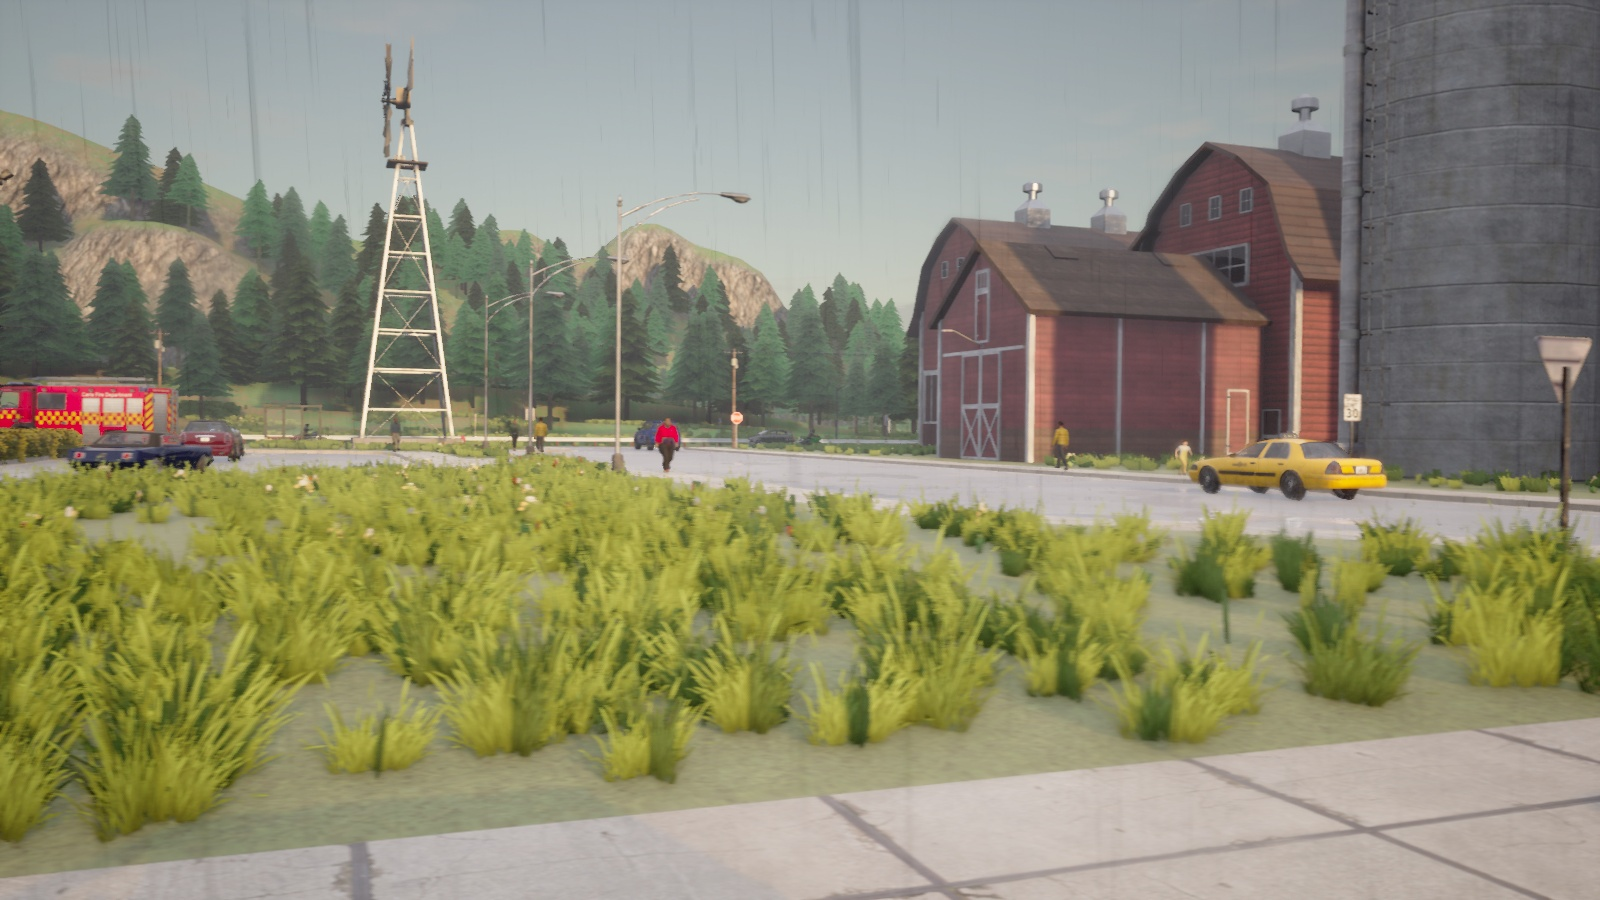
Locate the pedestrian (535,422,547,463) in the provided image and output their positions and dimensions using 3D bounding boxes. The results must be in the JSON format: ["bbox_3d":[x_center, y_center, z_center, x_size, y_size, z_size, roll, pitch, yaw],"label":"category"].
[{"bbox_3d":[-11.777,-0.348,57.034,0.431,1.840,0.709,-1,1,-18],"label":"pedestrian"}]

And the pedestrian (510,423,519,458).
[{"bbox_3d":[-15.872,-0.513,69.925,0.423,1.949,0.788,-1,1,-16],"label":"pedestrian"}]

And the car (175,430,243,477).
[{"bbox_3d":[-23.544,0.094,50.179,2.097,1.767,4.553,-1,1,-21],"label":"car"}]

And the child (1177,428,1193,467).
[{"bbox_3d":[12.837,-0.088,41.871,0.270,1.263,0.437,-1,1,-19],"label":"child"}]

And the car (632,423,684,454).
[{"bbox_3d":[-9.743,-0.776,85.885,2.150,2.045,5.566,-1,1,-22],"label":"car"}]

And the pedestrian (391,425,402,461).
[{"bbox_3d":[-20.594,-0.369,64.100,0.370,1.835,0.726,-1,1,-32],"label":"pedestrian"}]

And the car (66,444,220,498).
[{"bbox_3d":[-17.847,0.532,34.393,1.895,1.301,4.718,-1,1,-3],"label":"car"}]

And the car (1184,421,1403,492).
[{"bbox_3d":[11.910,0.106,30.782,1.801,1.575,5.366,-1,1,-21],"label":"car"}]

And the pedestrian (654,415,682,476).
[{"bbox_3d":[-4.071,-0.133,38.700,0.634,1.844,0.899,-1,1,-22],"label":"pedestrian"}]

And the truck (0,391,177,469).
[{"bbox_3d":[-37.185,-1.023,65.036,8.468,3.827,2.891,-1,1,6],"label":"truck"}]

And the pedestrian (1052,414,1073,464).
[{"bbox_3d":[9.652,-0.404,46.199,0.431,1.840,0.709,-1,1,-25],"label":"pedestrian"}]
